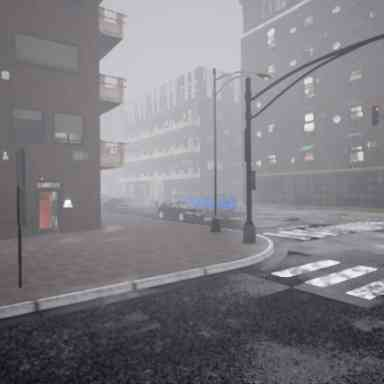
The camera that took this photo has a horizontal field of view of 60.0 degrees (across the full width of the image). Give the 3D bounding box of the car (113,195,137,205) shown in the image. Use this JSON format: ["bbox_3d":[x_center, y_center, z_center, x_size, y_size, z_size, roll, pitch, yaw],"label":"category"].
[{"bbox_3d":[-10.232,1.210,50.285,1.887,1.381,4.507,-1,0,-35],"label":"car"}]

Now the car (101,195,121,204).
[{"bbox_3d":[-13.418,1.254,54.883,1.802,1.307,4.206,-1,0,-35],"label":"car"}]

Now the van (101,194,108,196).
[{"bbox_3d":[-10.336,1.070,36.599,1.690,1.788,3.998,-1,0,-35],"label":"van"}]

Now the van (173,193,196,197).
[{"bbox_3d":[-0.673,0.984,36.491,1.690,1.788,3.998,-1,0,-35],"label":"van"}]

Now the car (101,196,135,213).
[{"bbox_3d":[-7.147,1.303,32.003,1.802,1.307,4.206,-1,0,-35],"label":"car"}]

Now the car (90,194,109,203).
[{"bbox_3d":[-16.606,1.118,59.480,1.967,1.590,4.097,-1,0,-35],"label":"car"}]

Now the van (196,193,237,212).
[{"bbox_3d":[2.514,0.976,31.893,1.690,1.788,3.998,-1,0,-35],"label":"van"}]

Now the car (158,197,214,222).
[{"bbox_3d":[-0.773,1.256,22.807,2.008,1.369,4.403,-1,0,-35],"label":"car"}]
